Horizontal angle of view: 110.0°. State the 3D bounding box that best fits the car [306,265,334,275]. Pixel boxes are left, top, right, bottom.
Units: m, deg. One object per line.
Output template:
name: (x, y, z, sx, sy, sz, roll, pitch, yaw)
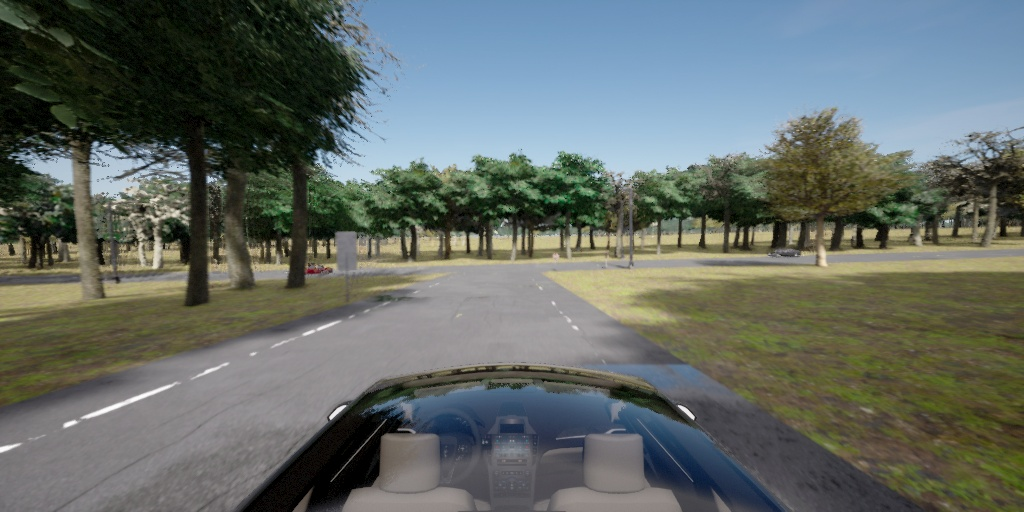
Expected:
car: (-27.952, 1.983, 51.086, 4.674, 1.442, 1.812, -1, 3, 0)
